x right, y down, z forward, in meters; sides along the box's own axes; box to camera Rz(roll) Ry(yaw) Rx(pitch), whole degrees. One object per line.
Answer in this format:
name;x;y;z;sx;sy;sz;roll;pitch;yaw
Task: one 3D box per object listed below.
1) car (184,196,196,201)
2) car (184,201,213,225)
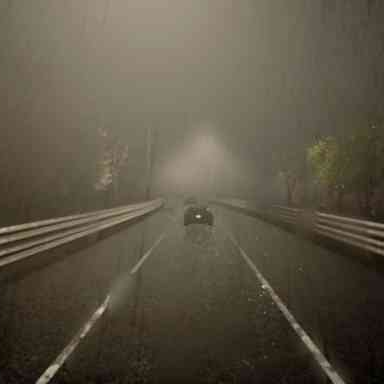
car;-0.322;1.499;54.497;1.837;1.490;4.892;1;0;-4
car;0.452;1.579;23.983;1.994;1.385;4.181;0;0;1
